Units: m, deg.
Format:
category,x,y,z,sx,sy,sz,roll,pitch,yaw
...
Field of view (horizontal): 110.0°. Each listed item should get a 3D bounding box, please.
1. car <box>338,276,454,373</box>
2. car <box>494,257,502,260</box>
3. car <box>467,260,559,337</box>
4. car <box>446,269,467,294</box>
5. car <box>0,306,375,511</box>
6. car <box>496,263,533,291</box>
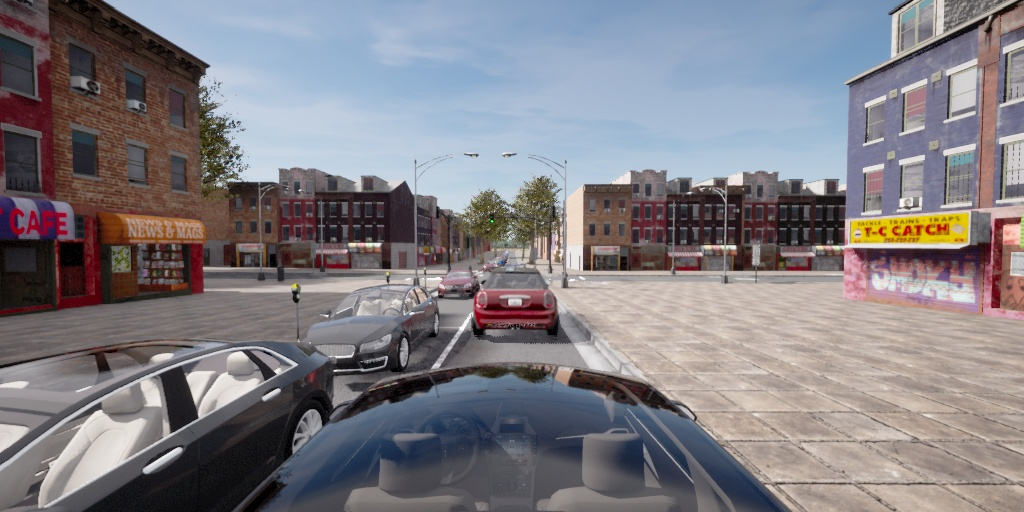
category,x,y,z,sx,sy,sz,roll,pitch,yaw
car,-2.633,1.300,7.430,2.007,1.370,4.403,0,0,0
car,-2.586,1.247,45.100,1.967,1.591,4.097,0,0,0
car,0.113,1.102,10.483,2.097,1.767,4.553,0,0,1
car,-2.620,1.338,18.324,1.802,1.307,4.207,0,0,0
car,-2.640,1.300,1.982,2.007,1.370,4.403,0,0,0
car,0.282,1.253,23.115,2.128,1.511,4.902,0,0,3
